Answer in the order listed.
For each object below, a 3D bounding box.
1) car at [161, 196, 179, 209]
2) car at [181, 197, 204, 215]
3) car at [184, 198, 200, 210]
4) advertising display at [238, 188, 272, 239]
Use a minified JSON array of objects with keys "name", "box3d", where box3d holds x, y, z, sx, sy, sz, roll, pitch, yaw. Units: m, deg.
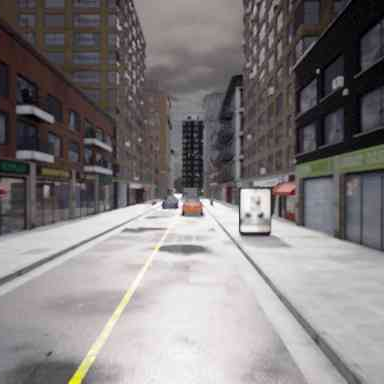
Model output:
[{"name":"car","box3d":[-2.854,1.293,44.164,2.097,1.767,4.553,0,0,0]},{"name":"car","box3d":[0.050,1.317,33.073,2.097,1.767,4.553,0,0,0]},{"name":"car","box3d":[-0.003,1.491,44.324,2.033,1.411,5.357,0,0,0]},{"name":"advertising display","box3d":[3.005,1.014,15.878,1.540,2.440,0.280,0,0,0]}]
